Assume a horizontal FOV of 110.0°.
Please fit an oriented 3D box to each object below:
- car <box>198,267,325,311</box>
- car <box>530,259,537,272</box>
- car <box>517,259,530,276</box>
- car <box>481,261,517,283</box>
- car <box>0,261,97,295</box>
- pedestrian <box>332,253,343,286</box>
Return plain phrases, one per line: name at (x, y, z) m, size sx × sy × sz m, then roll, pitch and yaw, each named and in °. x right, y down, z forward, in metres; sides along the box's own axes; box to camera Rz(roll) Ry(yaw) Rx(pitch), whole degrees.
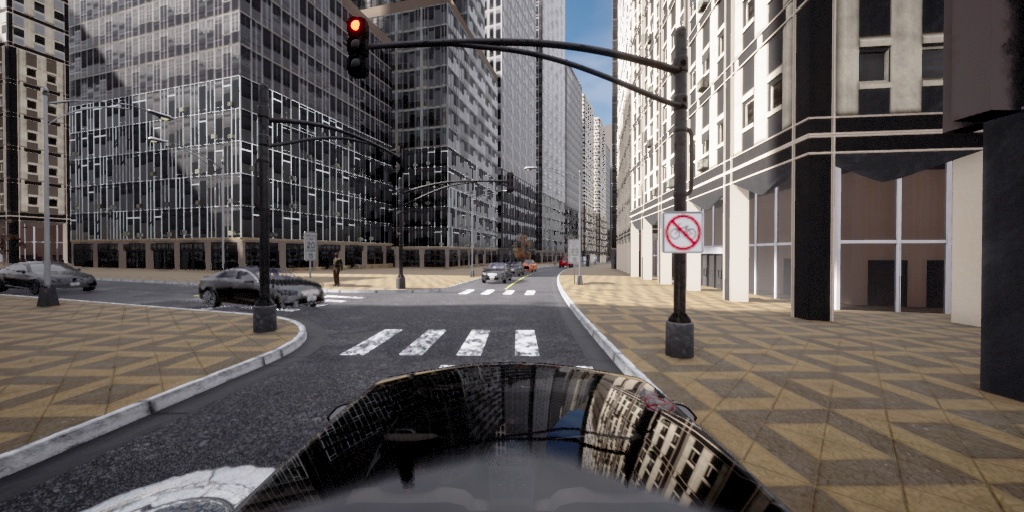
car at (-9.134, 1.149, 13.100) m, size 4.902 × 1.511 × 2.128 m, roll 1°, pitch 1°, yaw 20°
car at (2.010, 1.219, 47.454) m, size 2.097 × 1.767 × 4.553 m, roll 0°, pitch 0°, yaw 12°
car at (0.230, 1.310, 37.675) m, size 2.128 × 1.511 × 4.902 m, roll 0°, pitch 0°, yaw 9°
car at (-1.116, 1.275, 28.193) m, size 2.128 × 1.511 × 4.902 m, roll 0°, pitch 0°, yaw 7°
car at (-22.287, 0.993, 17.092) m, size 4.674 × 1.442 × 1.812 m, roll 1°, pitch 1°, yaw 16°
pedestrian at (-9.523, 0.716, 19.461) m, size 0.375 × 1.860 × 0.375 m, roll 0°, pitch 0°, yaw 16°
